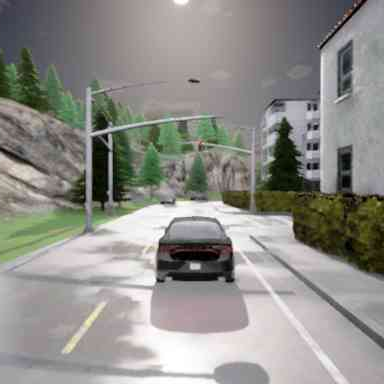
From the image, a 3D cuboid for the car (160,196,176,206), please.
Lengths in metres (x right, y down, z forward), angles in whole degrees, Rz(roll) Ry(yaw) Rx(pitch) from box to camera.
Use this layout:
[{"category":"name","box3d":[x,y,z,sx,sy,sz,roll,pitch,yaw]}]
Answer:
[{"category":"car","box3d":[-3.389,1.214,47.568,2.033,1.411,5.357,0,0,2]}]

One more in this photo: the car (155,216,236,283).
[{"category":"car","box3d":[0.083,1.410,9.513,1.882,1.535,5.008,0,0,0]}]

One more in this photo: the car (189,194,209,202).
[{"category":"car","box3d":[1.464,1.098,64.267,2.033,1.411,5.357,0,0,31]}]
